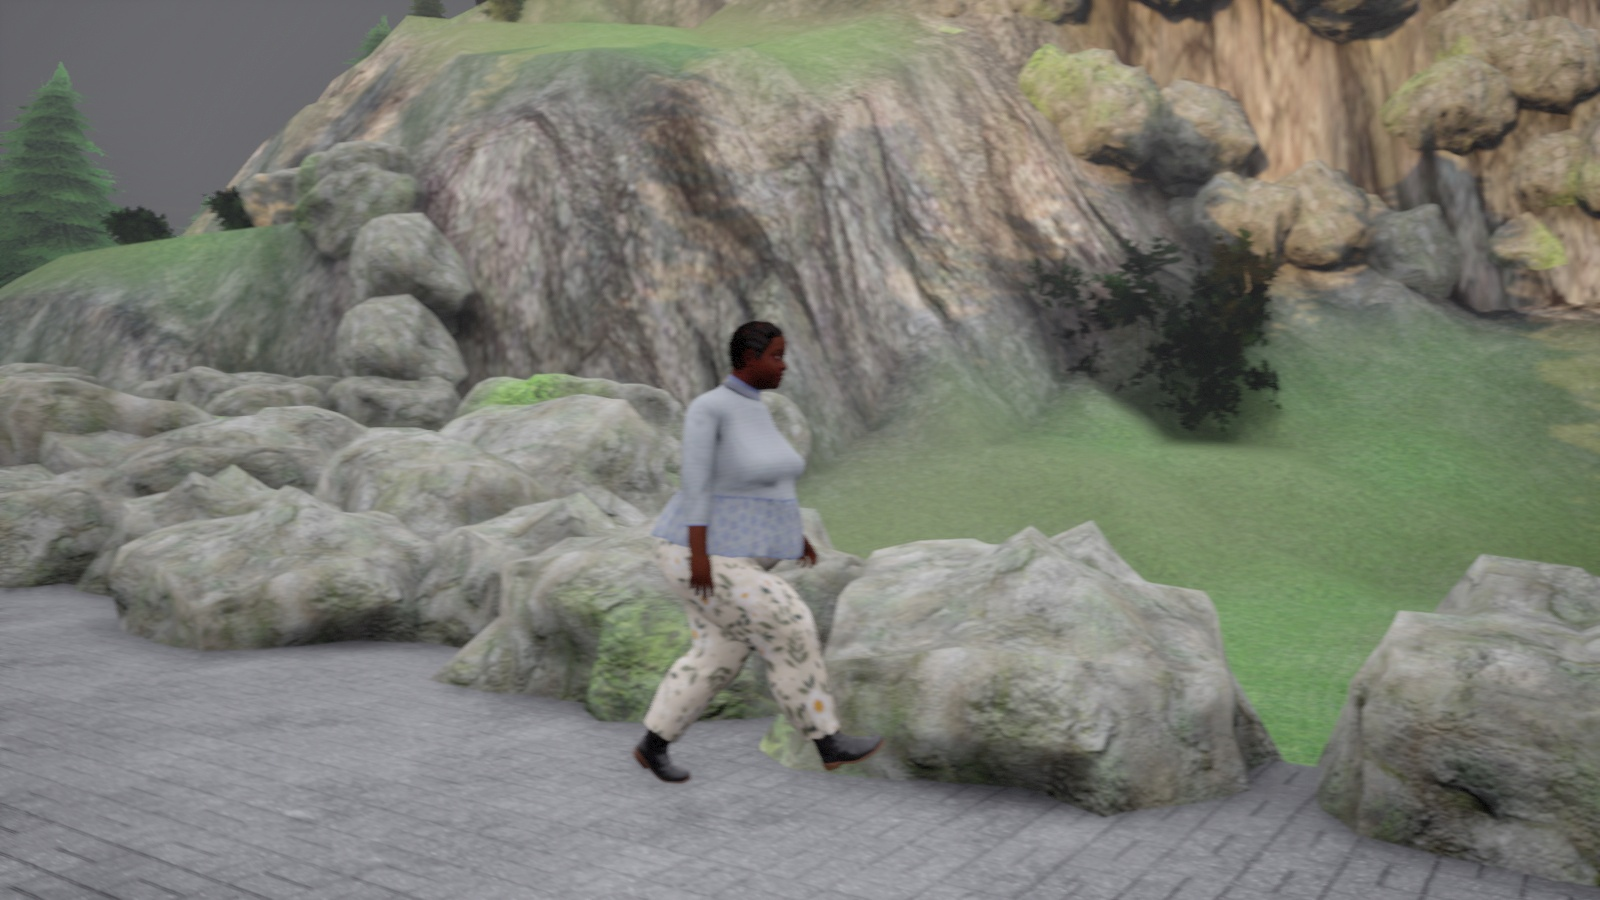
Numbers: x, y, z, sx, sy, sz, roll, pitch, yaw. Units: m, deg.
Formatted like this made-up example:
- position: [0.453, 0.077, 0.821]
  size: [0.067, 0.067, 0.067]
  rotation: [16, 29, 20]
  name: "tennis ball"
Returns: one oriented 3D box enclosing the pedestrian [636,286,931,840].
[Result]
- position: [-0.024, 0.376, 4.735]
  size: [0.900, 1.855, 0.874]
  rotation: [0, 1, 14]
  name: "pedestrian"
